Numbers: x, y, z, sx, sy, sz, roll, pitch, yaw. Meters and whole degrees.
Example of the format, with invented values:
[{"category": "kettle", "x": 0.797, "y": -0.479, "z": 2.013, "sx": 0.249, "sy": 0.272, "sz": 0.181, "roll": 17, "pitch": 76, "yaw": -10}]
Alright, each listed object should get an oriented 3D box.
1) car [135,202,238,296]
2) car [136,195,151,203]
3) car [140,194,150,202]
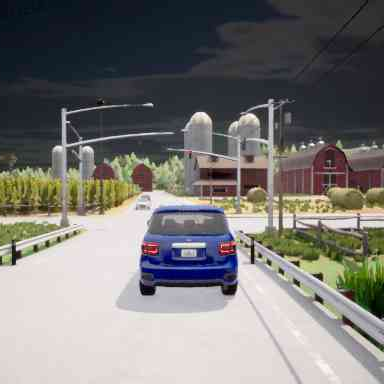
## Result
[{"category": "car", "x": -0.110, "y": 1.370, "z": 9.166, "sx": 2.150, "sy": 2.045, "sz": 5.566, "roll": 0, "pitch": -2, "yaw": -1}, {"category": "car", "x": -6.407, "y": 1.531, "z": 43.820, "sx": 1.812, "sy": 1.442, "sz": 4.674, "roll": 0, "pitch": 1, "yaw": -7}, {"category": "car", "x": -9.033, "y": 1.207, "z": 64.811, "sx": 1.812, "sy": 1.442, "sz": 4.674, "roll": 0, "pitch": 1, "yaw": -7}]
